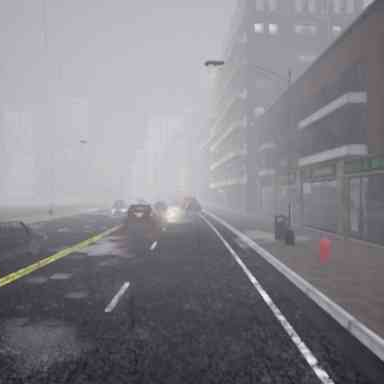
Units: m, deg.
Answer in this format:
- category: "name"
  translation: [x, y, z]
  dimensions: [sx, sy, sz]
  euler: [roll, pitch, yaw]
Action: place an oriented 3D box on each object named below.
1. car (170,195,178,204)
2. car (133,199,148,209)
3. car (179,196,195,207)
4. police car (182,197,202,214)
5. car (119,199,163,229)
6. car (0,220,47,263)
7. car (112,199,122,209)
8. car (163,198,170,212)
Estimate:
- category: "car"
  translation: [-3.412, 2.030, 74.554]
  dimensions: [1.994, 1.385, 4.181]
  euler: [0, -1, -6]
- category: "car"
  translation: [-8.208, 1.898, 53.370]
  dimensions: [1.882, 1.535, 5.008]
  euler: [0, 0, -3]
- category: "car"
  translation: [-0.441, 1.621, 50.184]
  dimensions: [2.150, 2.045, 5.566]
  euler: [0, 0, -4]
- category: "police car"
  translation: [0.133, 1.741, 40.192]
  dimensions: [1.930, 1.638, 5.238]
  euler: [0, 0, -3]
- category: "car"
  translation: [-3.376, 1.529, 23.030]
  dimensions: [2.097, 1.767, 4.553]
  euler: [0, -1, -1]
- category: "car"
  translation: [-6.630, 1.630, 10.838]
  dimensions: [2.033, 1.411, 5.357]
  euler: [0, 0, 0]
- category: "car"
  translation: [-11.447, 1.921, 53.079]
  dimensions: [1.837, 1.490, 4.892]
  euler: [0, 0, -3]
- category: "car"
  translation: [-4.278, 1.880, 45.145]
  dimensions: [1.812, 1.442, 4.674]
  euler: [0, 0, -3]
